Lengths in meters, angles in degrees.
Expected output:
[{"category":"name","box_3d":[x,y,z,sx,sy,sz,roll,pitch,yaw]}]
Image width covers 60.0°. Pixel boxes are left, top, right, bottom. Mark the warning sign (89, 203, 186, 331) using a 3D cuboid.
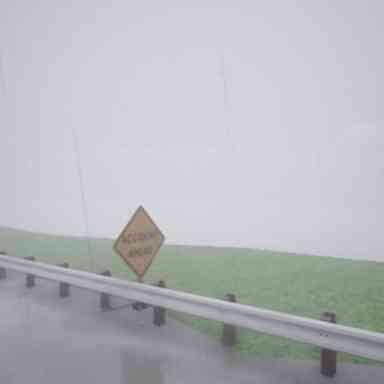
[{"category":"warning sign","box_3d":[-0.920,1.153,5.814,1.060,1.860,1.300,-1,0,35]}]
